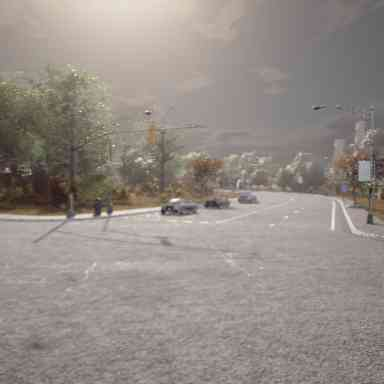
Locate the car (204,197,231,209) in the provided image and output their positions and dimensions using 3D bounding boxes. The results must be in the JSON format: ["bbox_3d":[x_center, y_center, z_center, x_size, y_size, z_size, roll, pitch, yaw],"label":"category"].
[{"bbox_3d":[2.970,1.198,38.362,1.895,1.301,4.718,1,1,23],"label":"car"}]

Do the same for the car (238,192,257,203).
[{"bbox_3d":[8.575,0.784,51.238,2.097,1.767,4.553,1,1,24],"label":"car"}]

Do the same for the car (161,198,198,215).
[{"bbox_3d":[-1.054,1.210,28.999,1.994,1.385,4.181,1,1,24],"label":"car"}]
